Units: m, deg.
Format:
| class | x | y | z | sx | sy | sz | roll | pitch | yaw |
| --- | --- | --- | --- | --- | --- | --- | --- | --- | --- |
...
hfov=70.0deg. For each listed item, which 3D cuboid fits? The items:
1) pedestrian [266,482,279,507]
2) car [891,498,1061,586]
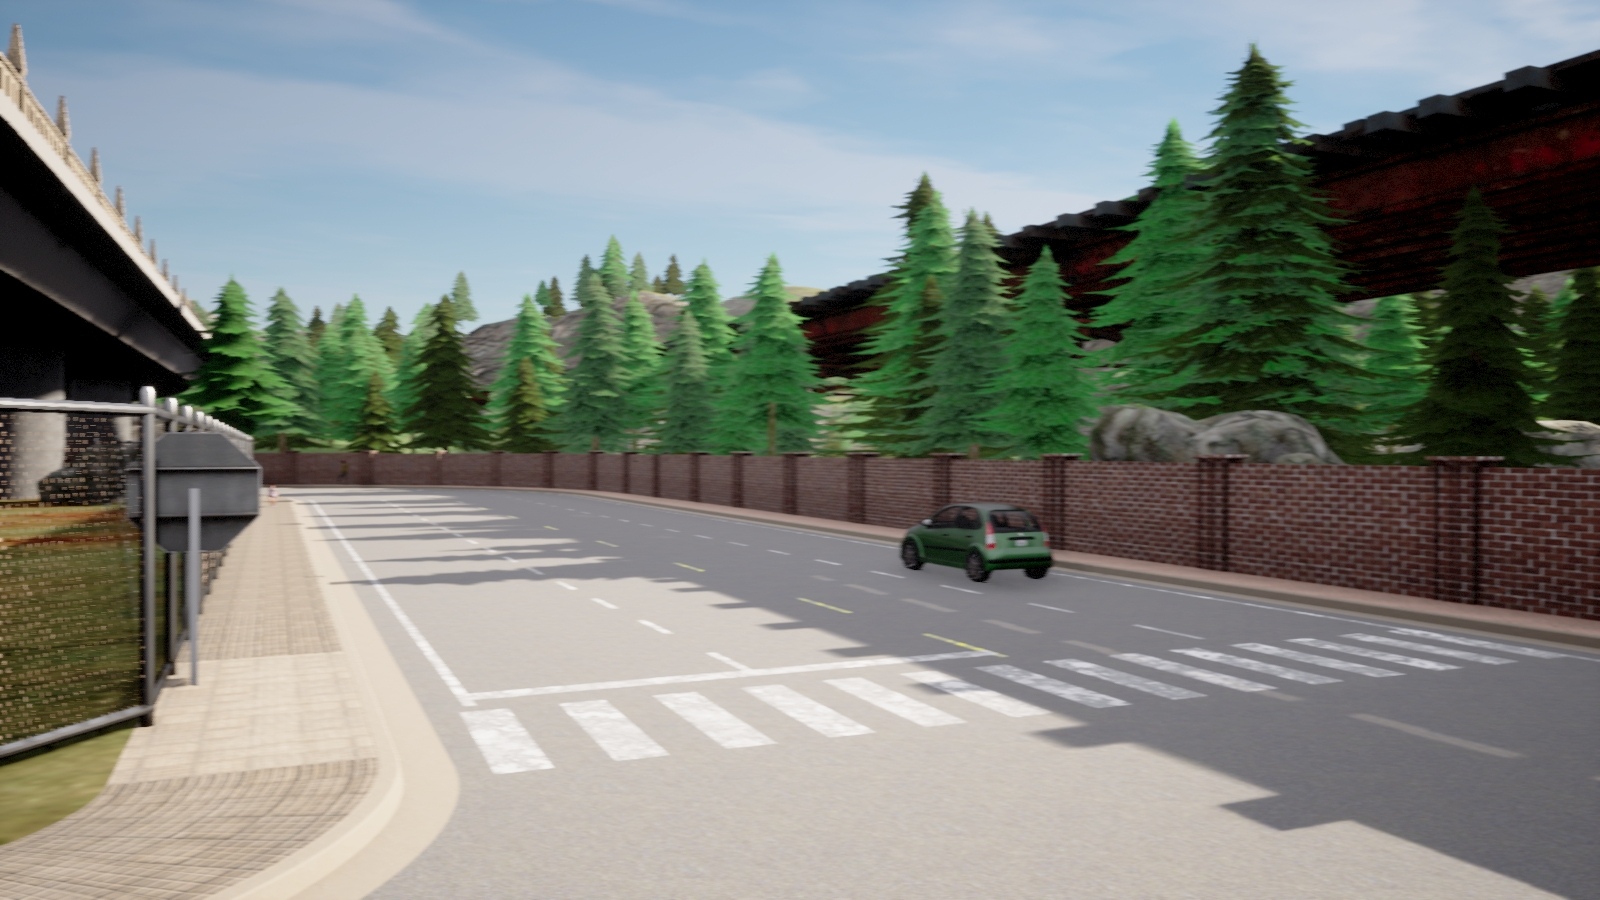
| class | x | y | z | sx | sy | sz | roll | pitch | yaw |
| --- | --- | --- | --- | --- | --- | --- | --- | --- | --- |
| pedestrian | -23.816 | 2.015 | 51.577 | 0.500 | 1.100 | 0.500 | 0 | 0 | -26 |
| car | 3.830 | 1.974 | 25.564 | 1.851 | 1.617 | 3.988 | 0 | 0 | -25 |
